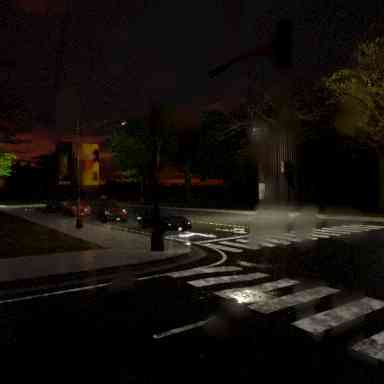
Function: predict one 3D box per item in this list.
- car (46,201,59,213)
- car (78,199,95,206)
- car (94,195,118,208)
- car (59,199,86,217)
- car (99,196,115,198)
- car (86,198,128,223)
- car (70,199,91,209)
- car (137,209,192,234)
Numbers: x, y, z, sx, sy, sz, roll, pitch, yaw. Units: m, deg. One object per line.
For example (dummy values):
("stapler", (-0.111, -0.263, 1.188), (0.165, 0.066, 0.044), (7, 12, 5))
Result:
("car", (-18.866, 2.035, 46.116), (1.882, 1.535, 5.008), (-1, 0, -35))
("car", (-21.161, 2.100, 66.657), (1.994, 1.385, 4.181), (-1, 0, -35))
("car", (-15.047, 1.653, 57.910), (2.150, 2.045, 5.566), (-1, 0, -35))
("car", (-13.112, 1.812, 37.810), (2.097, 1.767, 4.553), (-1, 0, -35))
("car", (-13.808, 1.782, 50.366), (2.097, 1.767, 4.553), (-1, 0, -35))
("car", (-7.506, 1.717, 29.788), (2.097, 1.767, 4.553), (-1, 0, -35))
("car", (-19.666, 2.079, 58.679), (2.033, 1.411, 5.357), (-1, 0, -35))
("car", (-2.011, 1.820, 22.034), (2.033, 1.411, 5.357), (-1, 0, -29))
